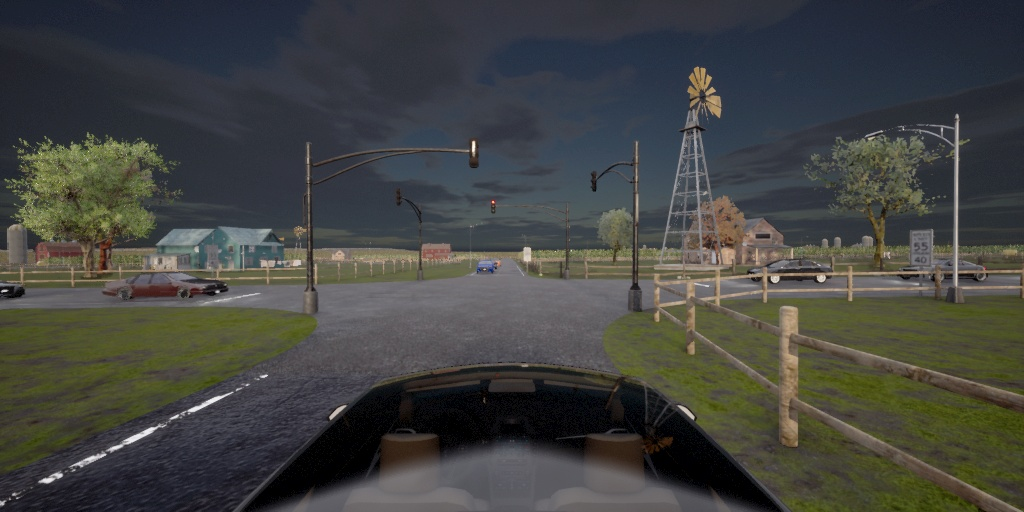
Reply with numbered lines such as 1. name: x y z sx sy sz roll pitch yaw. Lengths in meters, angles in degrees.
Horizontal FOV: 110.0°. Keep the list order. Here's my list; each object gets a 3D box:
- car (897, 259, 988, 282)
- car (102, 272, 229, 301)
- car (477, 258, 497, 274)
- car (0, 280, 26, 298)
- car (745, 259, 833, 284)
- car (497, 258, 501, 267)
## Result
1. car: 27.545 0.886 23.045 4.181 1.385 1.994 -1 1 0
2. car: -18.404 1.557 19.134 5.357 1.411 2.033 -1 1 -1
3. car: -3.047 1.222 42.003 1.882 1.535 5.008 0 0 -1
4. car: -28.989 1.718 19.093 4.181 1.385 1.994 -1 1 0
5. car: 17.686 0.957 23.003 4.892 1.490 1.837 -1 1 0
6. car: -3.126 1.293 53.075 2.033 1.411 5.357 0 0 -1
